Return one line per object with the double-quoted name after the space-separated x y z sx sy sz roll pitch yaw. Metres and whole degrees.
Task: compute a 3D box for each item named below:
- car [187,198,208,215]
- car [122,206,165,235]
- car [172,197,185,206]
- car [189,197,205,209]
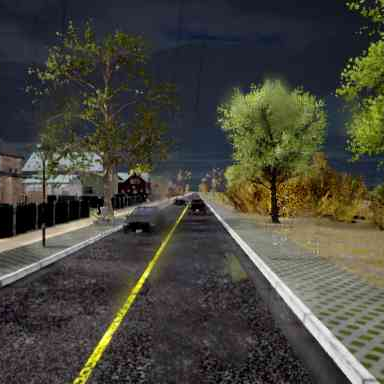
0.539 1.506 34.651 1.837 1.490 4.892 0 0 1 "car"
-2.604 1.547 19.235 2.033 1.411 5.357 0 0 1 "car"
-2.125 1.568 55.362 1.994 1.385 4.181 0 0 1 "car"
0.667 1.494 45.268 2.128 1.511 4.902 0 0 1 "car"
